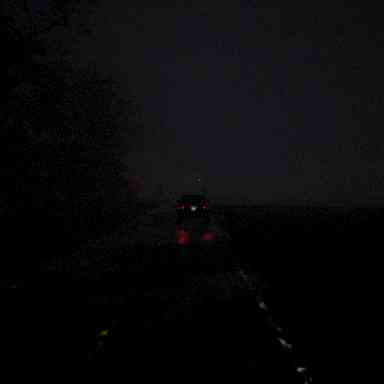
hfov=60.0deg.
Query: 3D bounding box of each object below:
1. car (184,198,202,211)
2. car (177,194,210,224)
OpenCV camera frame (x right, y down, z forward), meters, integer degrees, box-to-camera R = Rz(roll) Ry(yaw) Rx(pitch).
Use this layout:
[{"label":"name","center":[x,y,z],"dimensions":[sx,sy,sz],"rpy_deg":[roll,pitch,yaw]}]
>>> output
[{"label":"car","center":[0.102,1.387,39.460],"dimensions":[1.994,1.385,4.181],"rpy_deg":[0,0,0]},{"label":"car","center":[0.100,1.117,23.628],"dimensions":[2.150,2.045,5.566],"rpy_deg":[0,1,0]}]
